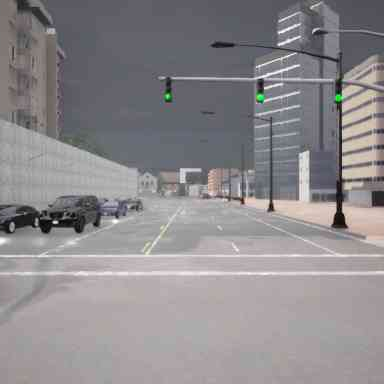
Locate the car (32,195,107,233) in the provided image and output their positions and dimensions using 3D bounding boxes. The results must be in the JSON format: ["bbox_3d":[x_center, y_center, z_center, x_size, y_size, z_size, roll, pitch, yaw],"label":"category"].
[{"bbox_3d":[-7.104,1.220,20.051,2.150,2.045,5.566,0,0,0],"label":"car"}]

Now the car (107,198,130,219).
[{"bbox_3d":[-7.111,1.524,29.692,1.812,1.442,4.674,0,0,0],"label":"car"}]

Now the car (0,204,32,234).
[{"bbox_3d":[-10.608,1.504,19.419,1.837,1.490,4.892,0,0,0],"label":"car"}]

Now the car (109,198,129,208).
[{"bbox_3d":[-10.576,1.598,48.365,1.895,1.301,4.718,0,0,0],"label":"car"}]

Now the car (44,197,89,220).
[{"bbox_3d":[-10.611,1.350,28.487,2.097,1.767,4.553,0,0,0],"label":"car"}]

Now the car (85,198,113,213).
[{"bbox_3d":[-10.609,1.502,38.305,1.837,1.490,4.892,0,0,0],"label":"car"}]

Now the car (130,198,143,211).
[{"bbox_3d":[-7.107,1.489,40.034,2.128,1.511,4.902,0,0,0],"label":"car"}]
